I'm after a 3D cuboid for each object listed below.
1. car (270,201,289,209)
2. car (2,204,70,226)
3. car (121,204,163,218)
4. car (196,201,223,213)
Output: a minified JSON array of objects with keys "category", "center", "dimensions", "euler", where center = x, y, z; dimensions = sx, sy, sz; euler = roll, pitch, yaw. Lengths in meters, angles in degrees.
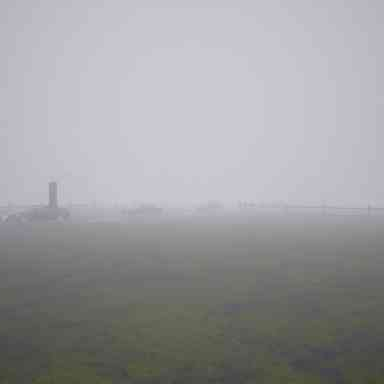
[{"category":"car","center":[15.676,2.260,59.465],"dimensions":[2.033,1.411,5.357],"euler":[-1,-1,36]},{"category":"car","center":[-11.851,1.718,25.615],"dimensions":[2.128,1.511,4.902],"euler":[-1,-1,35]},{"category":"car","center":[-5.230,1.970,34.981],"dimensions":[1.895,1.301,4.718],"euler":[-1,-1,35]},{"category":"car","center":[2.475,2.011,45.852],"dimensions":[1.882,1.535,5.008],"euler":[-1,-2,35]}]
